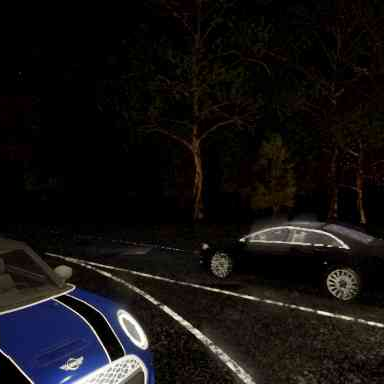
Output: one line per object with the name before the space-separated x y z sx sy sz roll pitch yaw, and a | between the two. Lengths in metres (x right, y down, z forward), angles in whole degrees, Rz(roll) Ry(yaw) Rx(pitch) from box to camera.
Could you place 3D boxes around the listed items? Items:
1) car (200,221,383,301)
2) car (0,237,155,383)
car | 2.477 1.490 8.327 4.902 1.511 2.128 0 0 36
car | -2.570 1.338 3.717 4.553 1.767 2.097 1 0 36
